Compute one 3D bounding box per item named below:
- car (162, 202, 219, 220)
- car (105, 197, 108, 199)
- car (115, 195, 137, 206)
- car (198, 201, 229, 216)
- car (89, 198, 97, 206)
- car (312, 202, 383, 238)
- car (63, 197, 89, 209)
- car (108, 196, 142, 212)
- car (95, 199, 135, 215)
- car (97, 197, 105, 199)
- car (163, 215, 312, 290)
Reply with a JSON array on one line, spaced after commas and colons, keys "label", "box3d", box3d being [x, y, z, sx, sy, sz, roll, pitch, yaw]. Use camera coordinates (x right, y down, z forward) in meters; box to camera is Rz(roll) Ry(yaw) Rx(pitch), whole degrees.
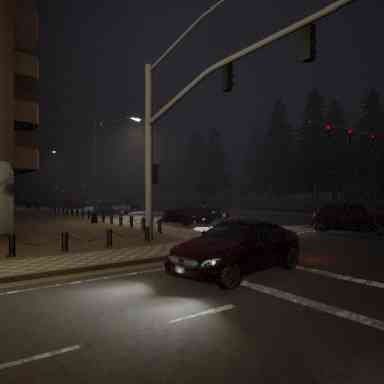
[{"label": "car", "box3d": [-0.388, 1.618, 23.575, 1.994, 1.385, 4.181, 0, 0, -36]}, {"label": "car", "box3d": [-16.676, 1.656, 64.486, 1.895, 1.301, 4.718, 0, 0, -36]}, {"label": "car", "box3d": [-11.416, 1.408, 57.209, 2.097, 1.767, 4.553, 0, 0, -36]}, {"label": "car", "box3d": [1.042, 1.547, 27.577, 2.128, 1.511, 4.902, 0, 0, -36]}, {"label": "car", "box3d": [-17.556, 1.548, 53.572, 2.128, 1.511, 4.902, 0, 0, -35]}, {"label": "car", "box3d": [9.014, 1.384, 18.165, 4.553, 1.767, 2.097, 0, -1, 41]}, {"label": "car", "box3d": [-16.133, 1.533, 45.502, 1.882, 1.535, 5.008, 0, 0, -35]}, {"label": "car", "box3d": [-7.964, 1.603, 40.101, 2.033, 1.411, 5.357, 0, 0, -35]}, {"label": "car", "box3d": [-8.083, 1.656, 34.269, 1.895, 1.301, 4.718, 0, 0, -36]}, {"label": "car", "box3d": [-18.003, 1.656, 60.366, 1.895, 1.301, 4.718, 0, 0, -36]}, {"label": "car", "box3d": [1.357, 1.525, 9.309, 1.812, 1.442, 4.674, 1, 1, 45]}]
